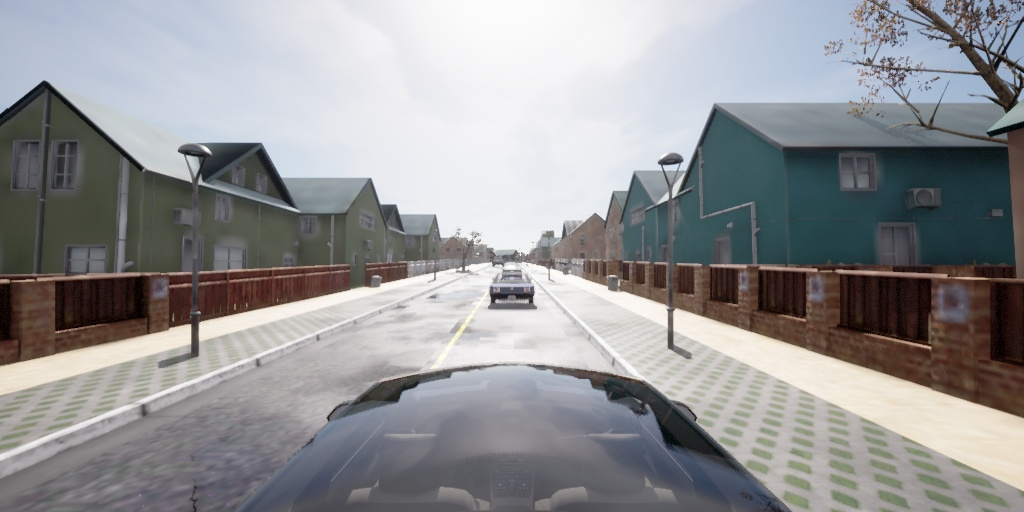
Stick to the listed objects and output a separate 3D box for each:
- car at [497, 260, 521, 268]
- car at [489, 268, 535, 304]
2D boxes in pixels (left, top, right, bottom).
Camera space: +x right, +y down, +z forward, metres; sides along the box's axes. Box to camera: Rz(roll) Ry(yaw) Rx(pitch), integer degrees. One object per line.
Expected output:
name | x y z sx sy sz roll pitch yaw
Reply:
car | 0.000 1.365 31.531 2.033 1.411 5.357 0 0 0
car | 0.001 1.385 16.545 1.895 1.301 4.718 0 0 0
